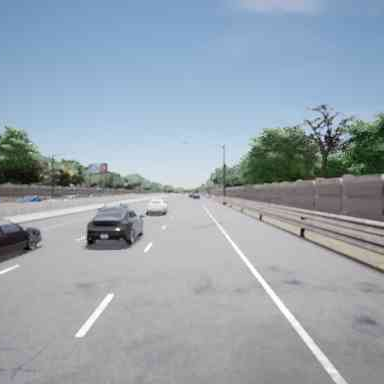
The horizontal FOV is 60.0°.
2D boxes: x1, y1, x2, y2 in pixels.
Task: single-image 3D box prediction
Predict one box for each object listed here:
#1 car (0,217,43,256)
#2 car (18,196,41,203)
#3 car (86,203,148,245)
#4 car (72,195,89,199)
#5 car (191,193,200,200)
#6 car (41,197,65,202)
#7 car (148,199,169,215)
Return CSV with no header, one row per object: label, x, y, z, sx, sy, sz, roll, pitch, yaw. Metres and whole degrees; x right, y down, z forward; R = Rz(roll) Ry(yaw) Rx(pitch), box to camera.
car,-6.894,1.524,10.849,2.033,1.411,5.357,0,0,0
car,-24.559,1.354,50.801,1.882,1.535,5.008,0,0,0
car,-3.399,1.471,15.335,1.837,1.490,4.892,0,0,0
car,-17.560,1.225,52.397,2.097,1.767,4.553,0,0,0
car,1.228,1.310,90.141,1.882,1.535,5.008,0,0,0
car,-21.056,1.476,51.665,1.895,1.301,4.718,0,0,1
car,-3.398,1.449,32.847,1.812,1.442,4.674,0,0,0
